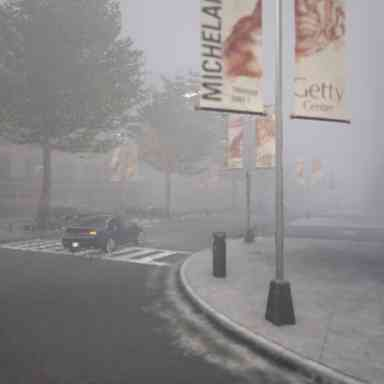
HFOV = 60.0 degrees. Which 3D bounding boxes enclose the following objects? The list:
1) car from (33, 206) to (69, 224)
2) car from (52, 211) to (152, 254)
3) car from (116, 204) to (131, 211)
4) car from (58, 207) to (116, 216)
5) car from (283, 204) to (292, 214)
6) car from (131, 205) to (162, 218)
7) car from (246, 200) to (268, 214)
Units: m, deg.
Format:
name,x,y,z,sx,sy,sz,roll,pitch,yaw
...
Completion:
name,x,y,z,sx,sy,sz,roll,pitch,yaw
car,-12.664,2.119,31.596,1.837,1.490,4.892,0,-1,27
car,-3.779,1.805,15.052,1.837,1.490,4.892,-2,-2,16
car,-7.969,2.313,40.694,1.837,1.490,4.892,0,-1,28
car,-9.420,2.196,30.268,1.895,1.301,4.718,0,-1,27
car,13.751,2.547,49.895,1.837,1.490,4.892,0,-2,28
car,-4.811,2.349,39.187,1.994,1.385,4.181,0,-1,27
car,9.756,2.249,49.816,2.150,2.045,5.566,0,-2,28
